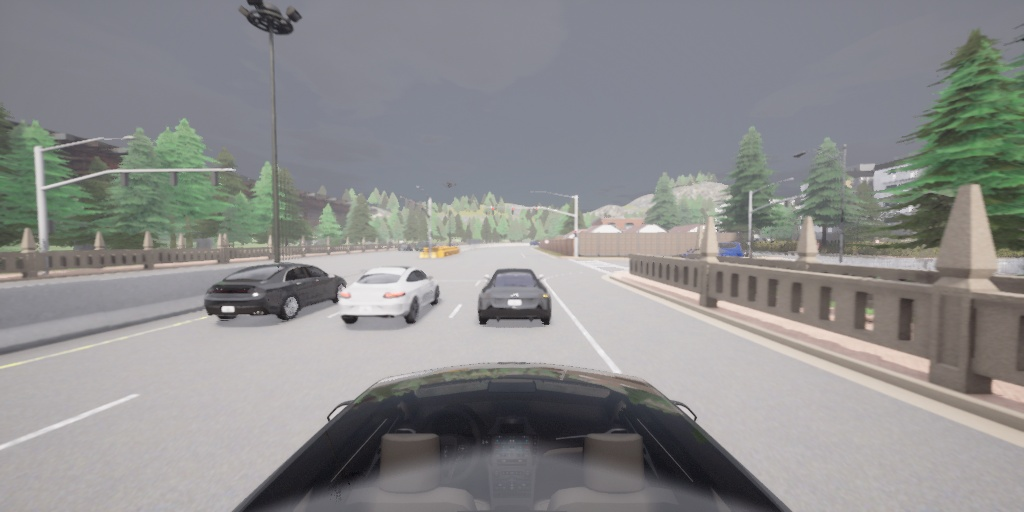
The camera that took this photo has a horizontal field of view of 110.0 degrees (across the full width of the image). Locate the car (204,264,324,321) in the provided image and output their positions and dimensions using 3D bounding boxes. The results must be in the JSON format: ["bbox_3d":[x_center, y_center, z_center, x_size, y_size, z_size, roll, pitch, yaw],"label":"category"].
[{"bbox_3d":[-6.944,0.974,11.205,1.837,1.490,4.892,0,2,0],"label":"car"}]

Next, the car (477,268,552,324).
[{"bbox_3d":[0.062,1.045,10.893,1.994,1.385,4.181,0,2,0],"label":"car"}]

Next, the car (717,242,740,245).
[{"bbox_3d":[21.325,-0.436,37.949,5.566,2.045,2.150,0,2,2],"label":"car"}]

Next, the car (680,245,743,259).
[{"bbox_3d":[18.880,-0.036,34.555,5.008,1.535,1.882,0,2,2],"label":"car"}]

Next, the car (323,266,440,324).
[{"bbox_3d":[-3.443,1.015,10.732,1.812,1.442,4.674,0,2,0],"label":"car"}]
